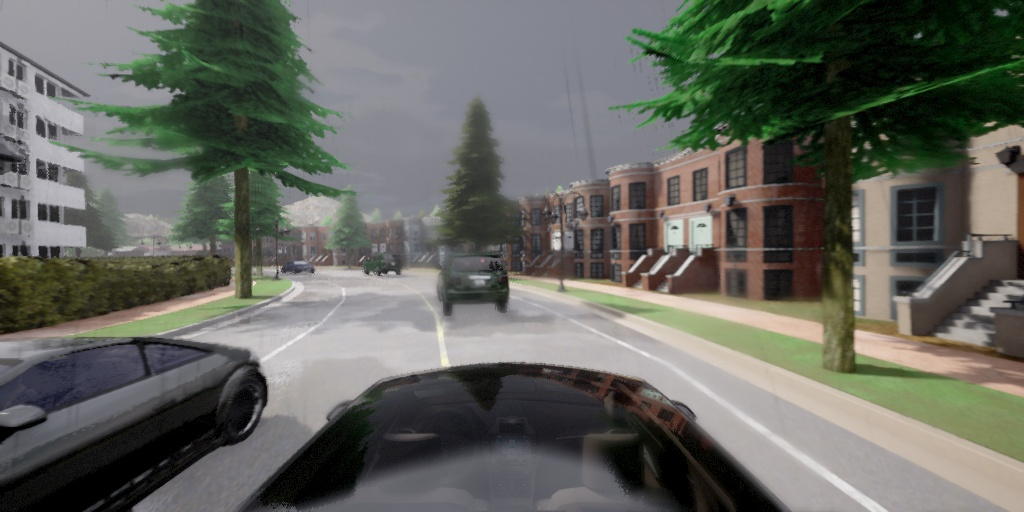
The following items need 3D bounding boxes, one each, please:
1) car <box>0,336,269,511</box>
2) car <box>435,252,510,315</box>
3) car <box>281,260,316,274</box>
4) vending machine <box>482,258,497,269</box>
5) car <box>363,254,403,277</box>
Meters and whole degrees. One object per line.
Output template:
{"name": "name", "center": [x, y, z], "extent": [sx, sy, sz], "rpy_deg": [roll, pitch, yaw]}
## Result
{"name": "car", "center": [-3.770, 1.346, 2.461], "extent": [1.994, 1.385, 4.181], "rpy_deg": [-1, 0, -3]}
{"name": "car", "center": [-1.614, 0.887, 13.500], "extent": [2.150, 2.045, 5.566], "rpy_deg": [0, 0, -14]}
{"name": "car", "center": [-23.095, 1.192, 38.739], "extent": [4.674, 1.442, 1.812], "rpy_deg": [0, 1, 35]}
{"name": "vending machine", "center": [-1.729, 0.735, 28.226], "extent": [1.100, 2.100, 0.880], "rpy_deg": [0, 0, -29]}
{"name": "car", "center": [-12.189, 0.820, 33.722], "extent": [2.150, 2.045, 5.566], "rpy_deg": [-1, 0, -40]}
